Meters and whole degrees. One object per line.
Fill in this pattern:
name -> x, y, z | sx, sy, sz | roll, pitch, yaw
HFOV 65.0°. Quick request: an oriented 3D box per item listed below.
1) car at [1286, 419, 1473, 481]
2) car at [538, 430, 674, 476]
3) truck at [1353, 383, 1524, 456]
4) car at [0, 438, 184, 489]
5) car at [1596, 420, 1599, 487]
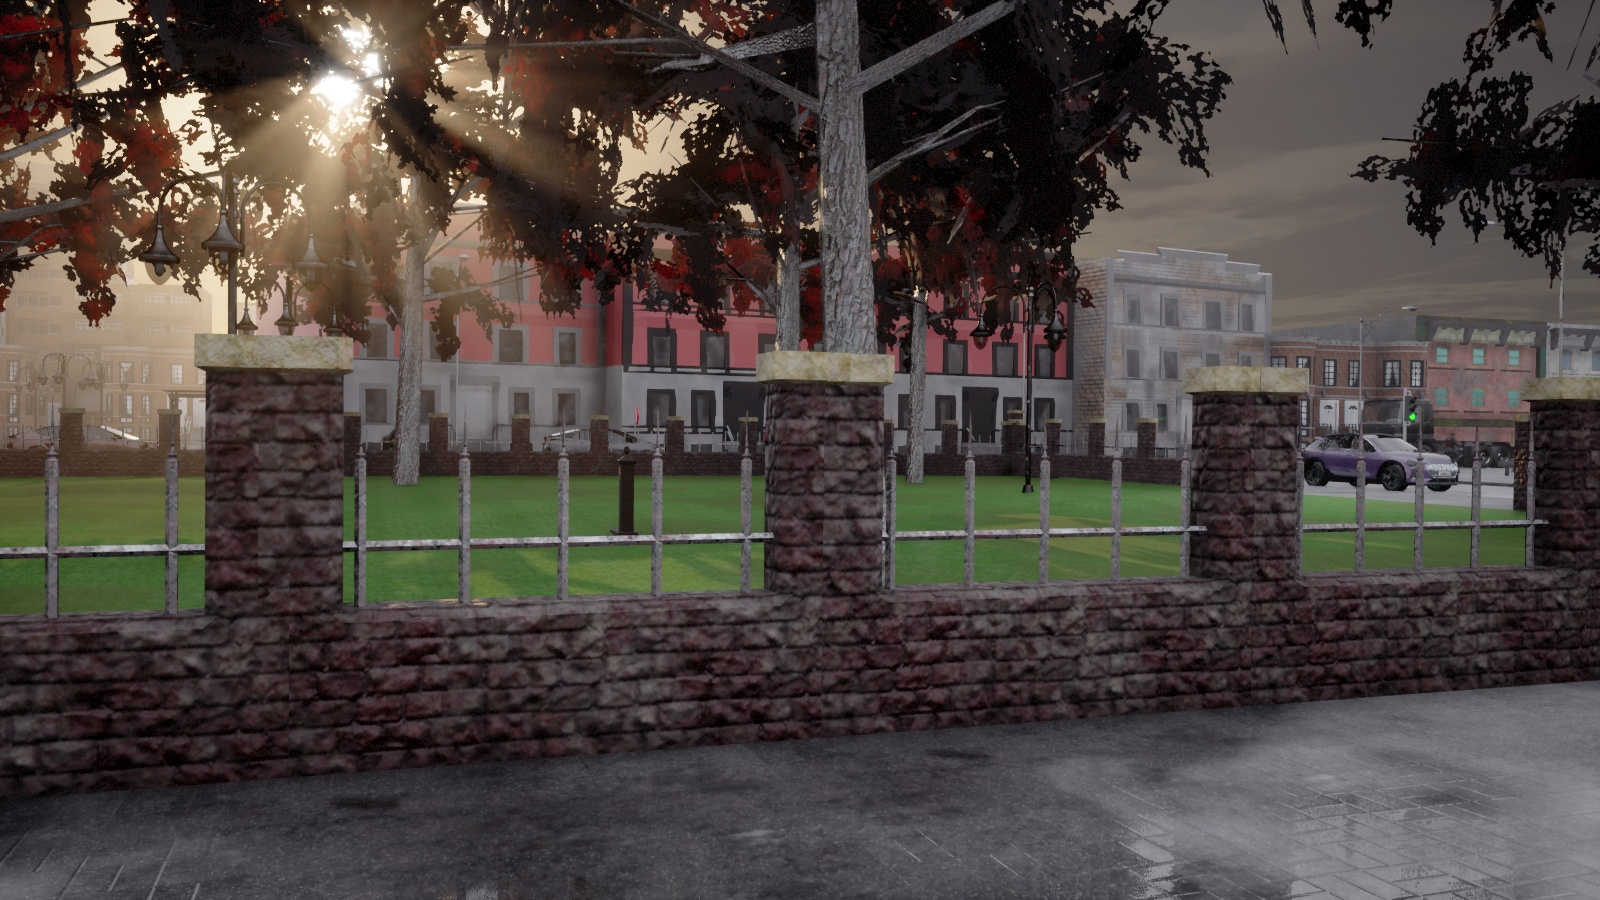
car -> 16.602, -0.041, 36.265 | 2.033, 1.649, 4.856 | -1, 1, -21
car -> -6.960, 0.089, 44.948 | 4.514, 1.525, 2.007 | -1, 1, -18
truck -> 31.763, -1.543, 62.450 | 7.936, 3.462, 2.891 | -1, 1, -19
car -> -22.266, 0.393, 39.680 | 4.792, 1.488, 2.163 | -1, 1, -19
car -> 19.865, 0.094, 26.833 | 2.007, 1.525, 4.514 | -1, 1, -21
